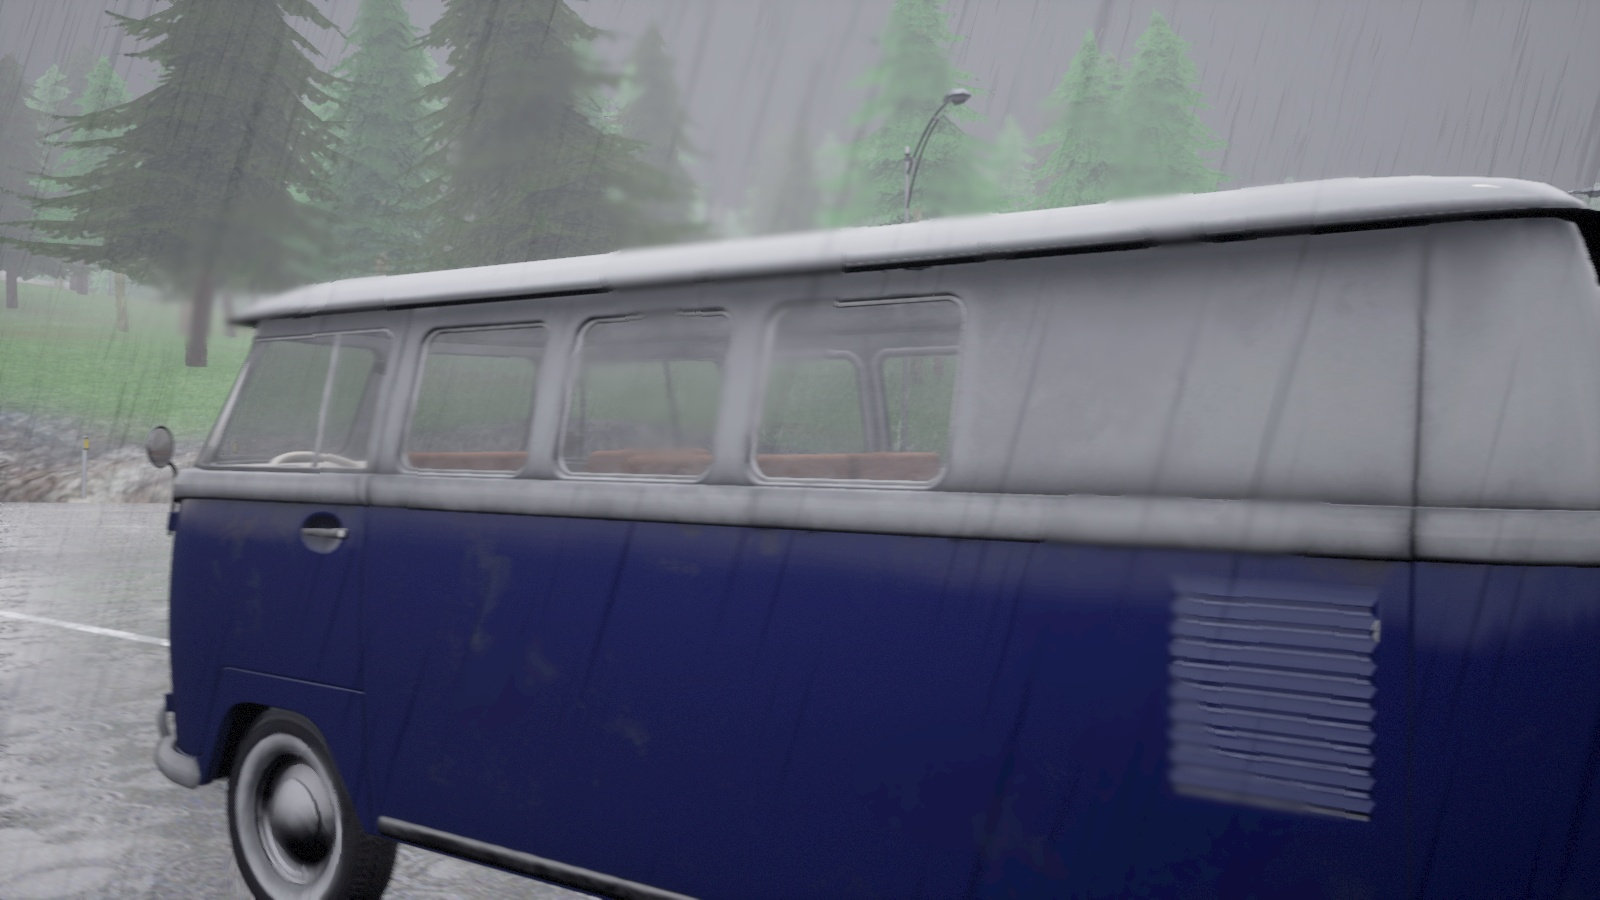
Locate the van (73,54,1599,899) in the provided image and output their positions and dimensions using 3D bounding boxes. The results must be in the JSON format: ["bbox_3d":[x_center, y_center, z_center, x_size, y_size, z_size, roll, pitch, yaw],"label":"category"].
[{"bbox_3d":[-0.026,0.431,3.636,4.442,1.987,1.775,0,1,34],"label":"van"}]
